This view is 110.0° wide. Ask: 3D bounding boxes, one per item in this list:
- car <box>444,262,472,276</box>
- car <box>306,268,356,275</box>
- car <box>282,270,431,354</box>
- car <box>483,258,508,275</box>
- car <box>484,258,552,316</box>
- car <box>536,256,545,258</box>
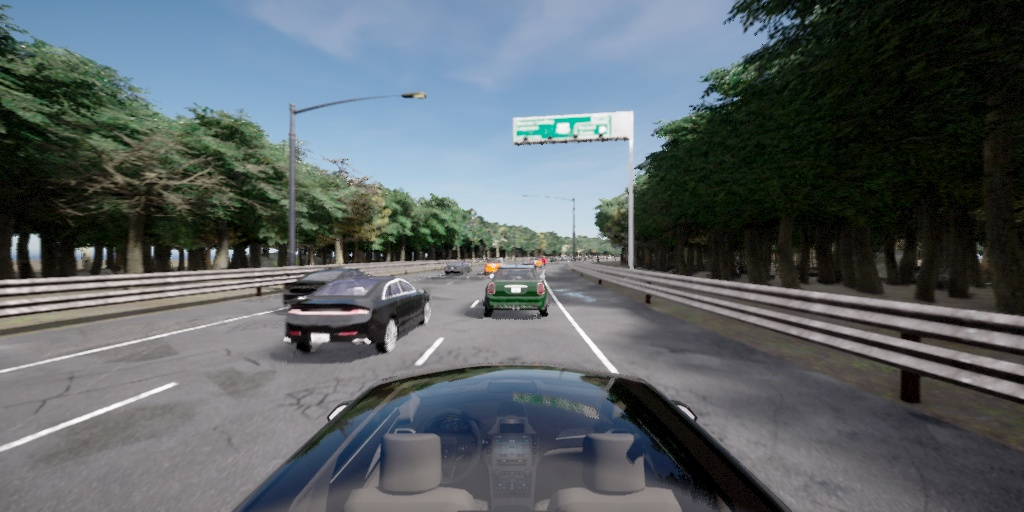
[{"bbox_3d":[-5.571,1.278,37.457,2.033,1.411,5.357,0,0,5],"label":"car"},{"bbox_3d":[-6.739,1.213,14.130,1.882,1.535,5.008,0,0,2],"label":"car"},{"bbox_3d":[-3.354,1.234,8.782,2.128,1.511,4.902,0,0,1],"label":"car"},{"bbox_3d":[-1.747,1.088,39.614,2.097,1.767,4.553,0,0,5],"label":"car"},{"bbox_3d":[0.187,1.102,13.517,2.097,1.767,4.553,0,0,2],"label":"car"},{"bbox_3d":[4.063,1.088,60.812,2.097,1.767,4.553,0,0,8],"label":"car"}]
